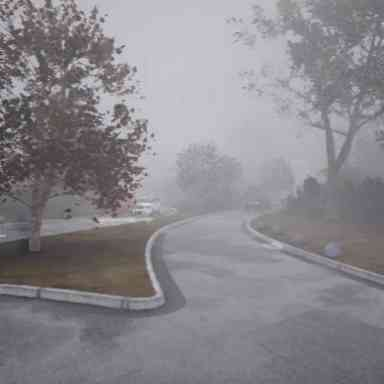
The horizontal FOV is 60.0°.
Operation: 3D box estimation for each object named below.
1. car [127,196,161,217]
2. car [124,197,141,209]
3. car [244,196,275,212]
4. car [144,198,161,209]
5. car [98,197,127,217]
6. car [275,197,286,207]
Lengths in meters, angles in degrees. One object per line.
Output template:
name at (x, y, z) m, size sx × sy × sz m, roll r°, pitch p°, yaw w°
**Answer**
car at (-4.690, 1.482, 34.665) m, size 2.150 × 2.045 × 5.566 m, roll 0°, pitch 0°, yaw 6°
car at (-9.595, 1.727, 53.618) m, size 2.097 × 1.767 × 4.553 m, roll 0°, pitch 0°, yaw -17°
car at (8.452, 1.457, 42.533) m, size 2.150 × 2.045 × 5.566 m, roll 0°, pitch 1°, yaw 30°
car at (-6.482, 1.806, 54.553) m, size 1.882 × 1.535 × 5.008 m, roll 0°, pitch 0°, yaw -17°
car at (-7.909, 1.483, 34.880) m, size 2.150 × 2.045 × 5.566 m, roll 0°, pitch -1°, yaw 6°
car at (13.841, 1.596, 51.732) m, size 2.128 × 1.511 × 4.902 m, roll 0°, pitch 1°, yaw 32°
